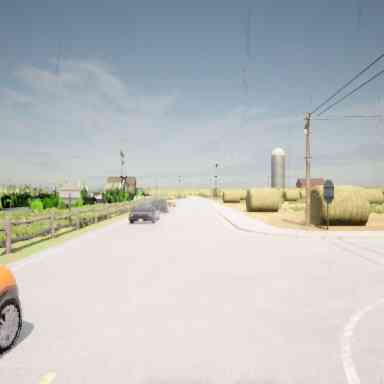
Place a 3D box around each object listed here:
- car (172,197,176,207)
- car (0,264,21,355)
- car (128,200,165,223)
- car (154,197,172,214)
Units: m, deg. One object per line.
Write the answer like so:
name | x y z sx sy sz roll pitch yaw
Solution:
car | -3.473 1.506 50.764 1.882 1.535 5.008 0 0 0
car | -3.594 1.354 3.043 2.097 1.767 4.553 0 0 0
car | -3.549 1.562 25.638 2.033 1.411 5.357 0 0 0
car | -3.524 1.525 36.276 1.837 1.490 4.892 0 0 0
